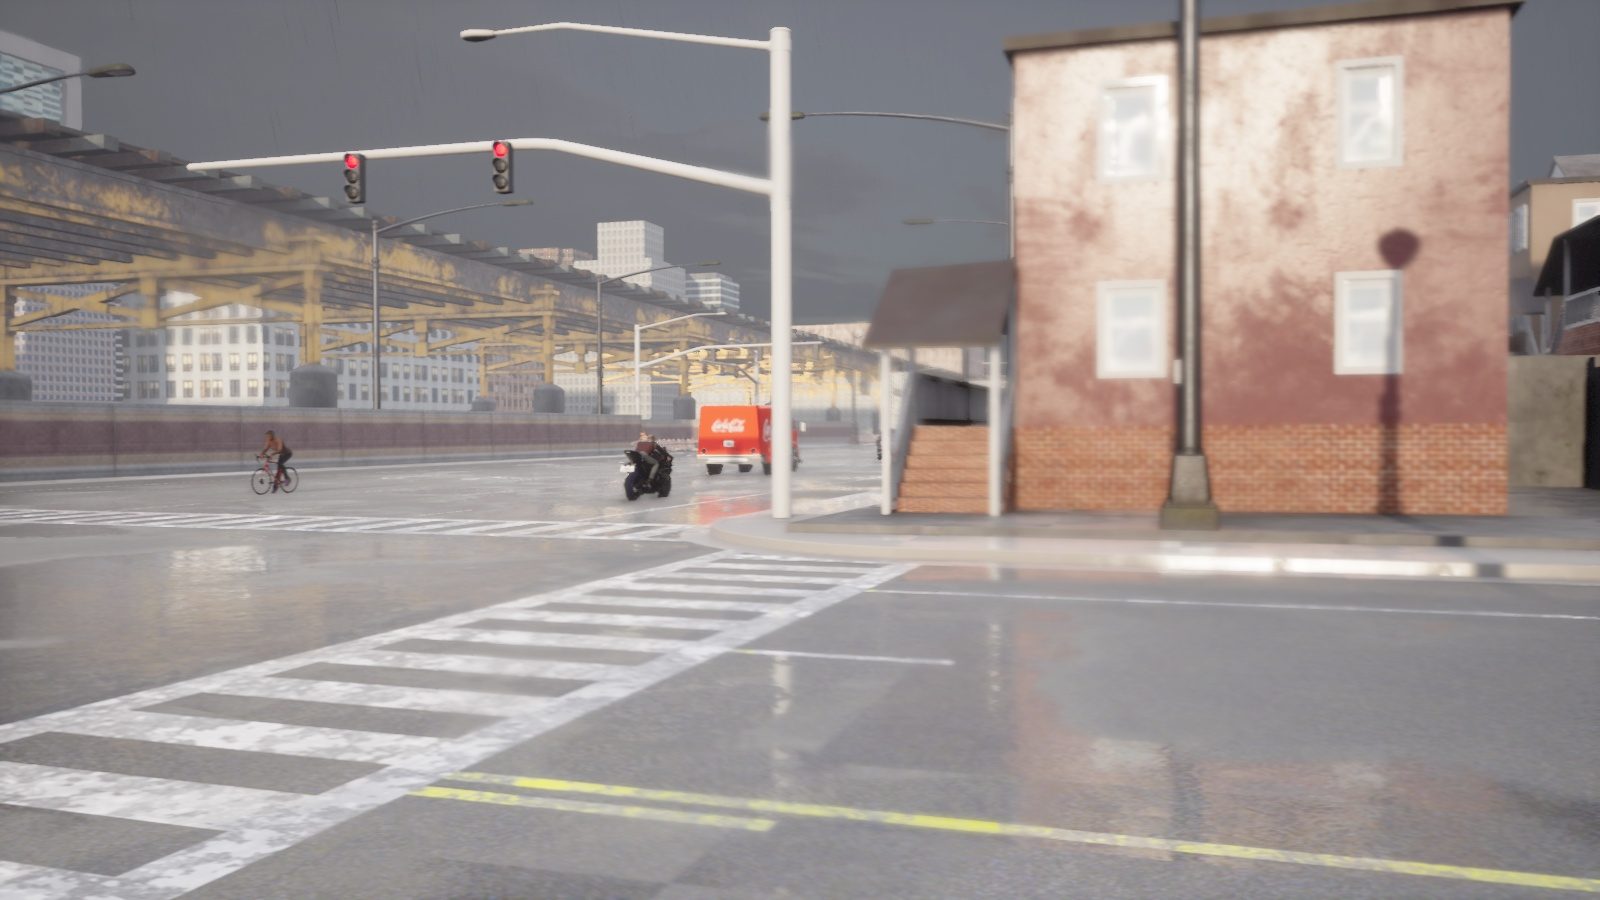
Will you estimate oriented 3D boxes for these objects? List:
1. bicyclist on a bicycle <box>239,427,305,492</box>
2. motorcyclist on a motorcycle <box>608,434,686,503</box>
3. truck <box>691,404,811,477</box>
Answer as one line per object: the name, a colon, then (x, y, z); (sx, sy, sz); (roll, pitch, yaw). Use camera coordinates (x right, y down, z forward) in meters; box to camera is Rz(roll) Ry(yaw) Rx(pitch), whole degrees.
bicyclist on a bicycle: (-13.441, 0.222, 31.992); (0.582, 1.620, 1.656); (1, 1, 19)
motorcyclist on a motorcycle: (-3.495, 0.388, 28.920); (0.866, 1.530, 2.191); (0, 1, 20)
truck: (-1.663, -0.386, 45.264); (2.627, 2.467, 5.204); (1, 1, 18)
